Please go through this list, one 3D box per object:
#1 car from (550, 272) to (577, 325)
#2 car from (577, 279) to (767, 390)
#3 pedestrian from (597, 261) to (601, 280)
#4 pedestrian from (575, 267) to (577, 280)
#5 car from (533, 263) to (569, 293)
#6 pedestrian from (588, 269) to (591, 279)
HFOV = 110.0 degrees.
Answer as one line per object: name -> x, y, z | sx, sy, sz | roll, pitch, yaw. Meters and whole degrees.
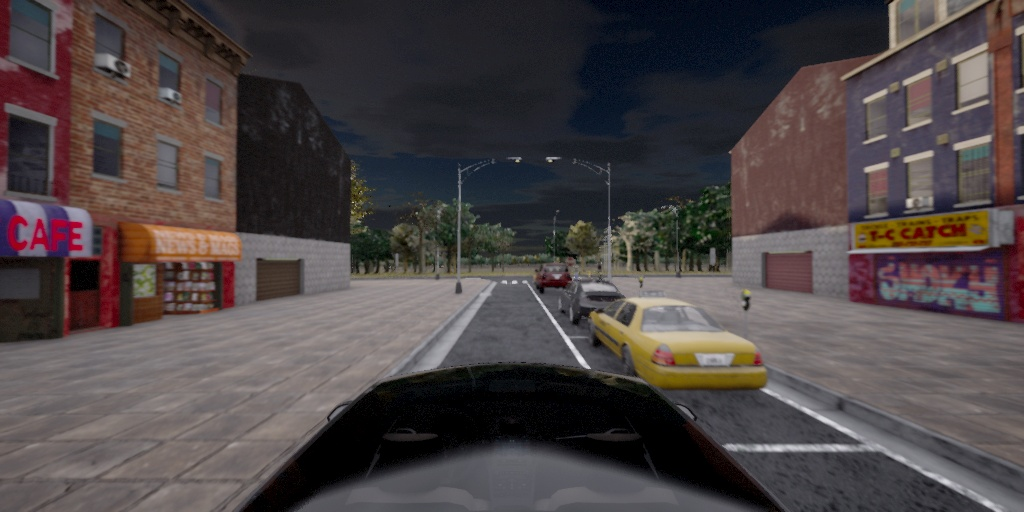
car -> 2.639, 1.453, 12.345 | 2.007, 1.370, 4.403 | 0, 0, 0
car -> 2.638, 1.346, 6.971 | 1.751, 1.417, 4.829 | 0, 0, 0
pedestrian -> 8.013, 1.323, 33.028 | 0.375, 1.860, 0.375 | 0, -1, 0
pedestrian -> 6.013, 1.637, 33.623 | 0.375, 1.300, 0.375 | 0, -1, 0
car -> 2.640, 1.380, 23.435 | 2.192, 1.841, 5.009 | 0, 0, 0
pedestrian -> 7.013, 1.711, 32.422 | 0.500, 1.100, 0.500 | 0, -1, 0
